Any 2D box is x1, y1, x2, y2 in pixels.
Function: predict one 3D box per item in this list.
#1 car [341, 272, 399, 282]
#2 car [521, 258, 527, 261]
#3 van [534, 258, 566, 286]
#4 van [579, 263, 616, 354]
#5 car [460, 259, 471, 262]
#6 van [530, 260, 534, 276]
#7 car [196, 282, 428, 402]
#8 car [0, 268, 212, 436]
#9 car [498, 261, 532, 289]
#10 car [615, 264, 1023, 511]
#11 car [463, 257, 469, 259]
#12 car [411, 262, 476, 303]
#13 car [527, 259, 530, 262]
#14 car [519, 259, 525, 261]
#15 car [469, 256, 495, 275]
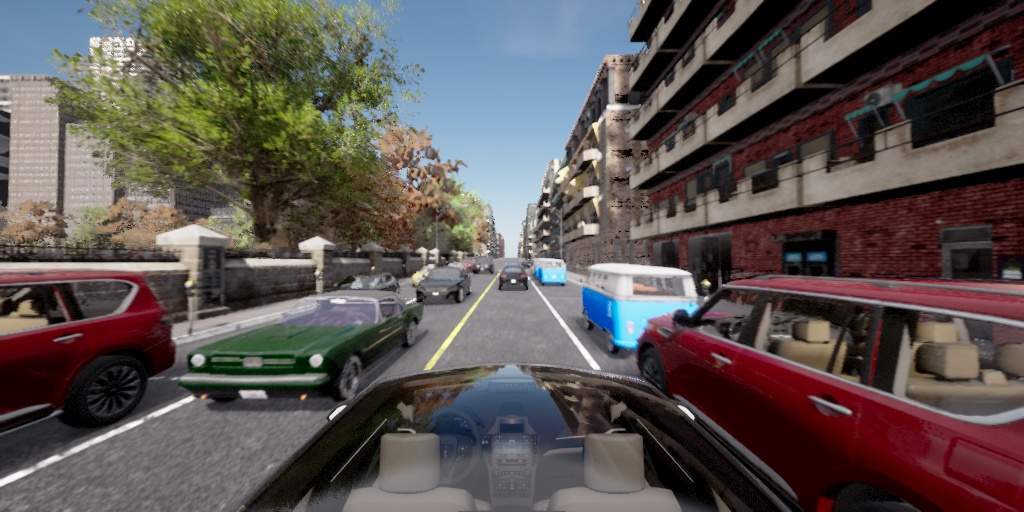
[{"bbox_3d":[-5.677,1.321,13.984,1.948,1.339,4.313,0,0,0],"label":"car"},{"bbox_3d":[2.750,1.335,58.161,1.948,1.339,4.313,0,0,0],"label":"car"},{"bbox_3d":[2.715,1.099,25.022,1.690,1.789,3.998,0,0,0],"label":"van"},{"bbox_3d":[2.698,1.093,8.450,1.690,1.789,3.998,0,0,0],"label":"van"},{"bbox_3d":[-5.654,1.313,36.077,2.007,1.370,4.403,0,0,0],"label":"car"},{"bbox_3d":[2.721,1.100,30.545,1.690,1.789,3.998,0,0,0],"label":"van"},{"bbox_3d":[-3.085,1.353,6.498,1.895,1.301,4.718,0,0,0],"label":"car"},{"bbox_3d":[-5.688,1.066,2.936,2.192,1.841,5.009,0,0,0],"label":"car"},{"bbox_3d":[0.094,1.283,22.967,1.812,1.442,4.674,0,0,0],"label":"car"},{"bbox_3d":[2.692,1.065,2.927,2.192,1.841,5.009,0,0,0],"label":"car"},{"bbox_3d":[-5.642,1.081,47.124,2.192,1.841,5.009,0,0,0],"label":"car"},{"bbox_3d":[-3.032,1.233,16.813,1.882,1.535,5.008,0,0,0],"label":"car"},{"bbox_3d":[2.727,1.287,36.238,1.751,1.417,4.829,0,0,0],"label":"car"},{"bbox_3d":[0.128,1.328,40.942,1.994,1.385,4.181,0,0,0],"label":"car"},{"bbox_3d":[-3.053,0.985,39.660,2.150,2.045,5.566,0,0,0],"label":"car"}]
